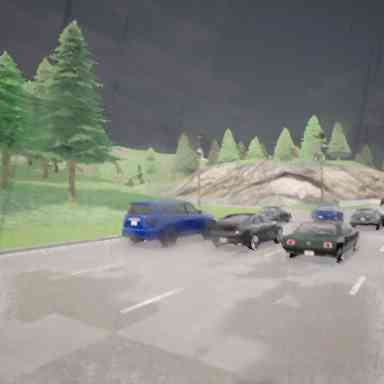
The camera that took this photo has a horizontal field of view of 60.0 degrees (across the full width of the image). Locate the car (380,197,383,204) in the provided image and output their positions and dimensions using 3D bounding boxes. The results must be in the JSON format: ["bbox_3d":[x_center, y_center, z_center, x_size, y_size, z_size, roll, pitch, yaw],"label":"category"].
[{"bbox_3d":[47.800,2.338,81.939,2.150,2.045,5.566,0,-1,34],"label":"car"}]

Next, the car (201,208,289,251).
[{"bbox_3d":[2.637,1.713,15.412,1.837,1.490,4.892,0,-1,35],"label":"car"}]

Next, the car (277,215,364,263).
[{"bbox_3d":[5.171,1.777,12.921,1.895,1.301,4.718,0,-1,35],"label":"car"}]

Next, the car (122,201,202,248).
[{"bbox_3d":[-0.943,1.440,16.395,2.150,2.045,5.566,0,-1,35],"label":"car"}]

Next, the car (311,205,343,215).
[{"bbox_3d":[11.761,1.869,28.801,1.882,1.535,5.008,0,-1,35],"label":"car"}]

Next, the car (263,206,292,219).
[{"bbox_3d":[6.829,1.925,28.043,2.033,1.411,5.357,0,-1,32],"label":"car"}]

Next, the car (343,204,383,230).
[{"bbox_3d":[12.744,1.877,24.076,2.033,1.411,5.357,0,-1,35],"label":"car"}]
